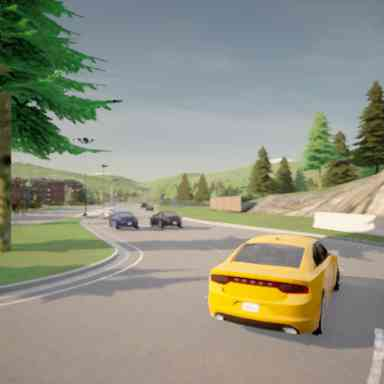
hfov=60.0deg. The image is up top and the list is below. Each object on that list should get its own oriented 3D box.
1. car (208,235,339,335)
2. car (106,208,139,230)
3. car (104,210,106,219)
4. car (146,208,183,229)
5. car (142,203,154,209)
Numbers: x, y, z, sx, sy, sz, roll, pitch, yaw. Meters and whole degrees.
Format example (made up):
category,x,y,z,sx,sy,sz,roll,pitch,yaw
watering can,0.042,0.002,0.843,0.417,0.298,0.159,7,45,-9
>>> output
category,x,y,z,sx,sy,sz,roll,pitch,yaw
car,2.063,1.686,7.334,1.882,1.535,5.008,0,-1,28
car,-5.768,2.357,28.041,1.812,1.442,4.674,0,-2,-23
car,-10.572,2.842,44.380,1.812,1.442,4.674,0,-2,-12
car,-2.265,2.362,28.729,1.812,1.442,4.674,0,-2,-23
car,-9.664,3.769,76.444,2.033,1.411,5.357,0,-2,-11
